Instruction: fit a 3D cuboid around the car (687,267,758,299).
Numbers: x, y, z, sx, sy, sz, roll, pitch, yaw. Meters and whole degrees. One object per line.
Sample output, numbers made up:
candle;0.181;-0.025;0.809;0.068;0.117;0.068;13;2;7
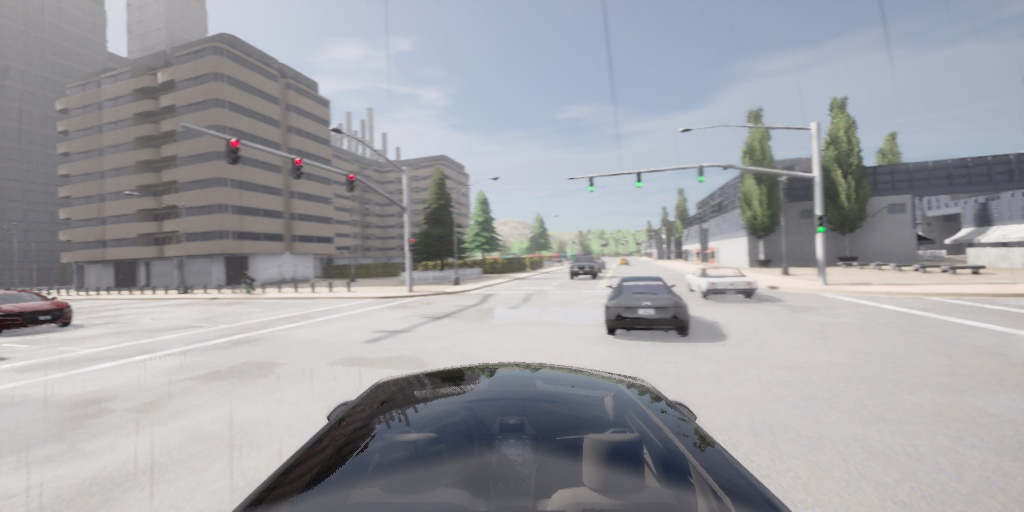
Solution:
car;9.109;1.119;16.006;1.895;1.301;4.718;-2;0;17

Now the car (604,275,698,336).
car;3.667;1.243;10.159;1.994;1.385;4.181;-2;0;17

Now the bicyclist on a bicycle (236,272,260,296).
bicyclist on a bicycle;-18.333;1.942;24.890;0.582;1.620;1.656;-2;0;17

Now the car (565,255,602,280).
car;6.514;0.972;32.181;2.150;2.045;5.566;-2;0;17

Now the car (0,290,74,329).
car;-19.274;2.062;13.692;5.008;1.535;1.882;-2;0;17

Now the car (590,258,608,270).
car;12.559;1.170;51.671;2.128;1.511;4.902;-2;0;17

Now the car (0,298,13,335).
car;-15.588;1.952;8.907;5.357;1.411;2.033;-2;0;17

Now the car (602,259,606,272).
car;9.456;1.280;41.711;1.994;1.385;4.181;-2;0;17
